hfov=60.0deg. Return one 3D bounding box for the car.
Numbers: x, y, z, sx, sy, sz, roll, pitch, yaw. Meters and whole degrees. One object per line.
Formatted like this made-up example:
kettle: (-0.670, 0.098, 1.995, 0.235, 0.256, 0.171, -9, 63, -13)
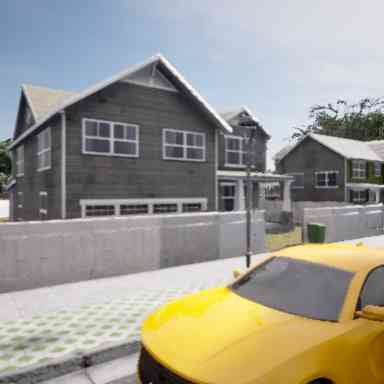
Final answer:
car: (1.734, 1.478, 4.292, 5.008, 1.535, 1.882, 0, 0, -35)
